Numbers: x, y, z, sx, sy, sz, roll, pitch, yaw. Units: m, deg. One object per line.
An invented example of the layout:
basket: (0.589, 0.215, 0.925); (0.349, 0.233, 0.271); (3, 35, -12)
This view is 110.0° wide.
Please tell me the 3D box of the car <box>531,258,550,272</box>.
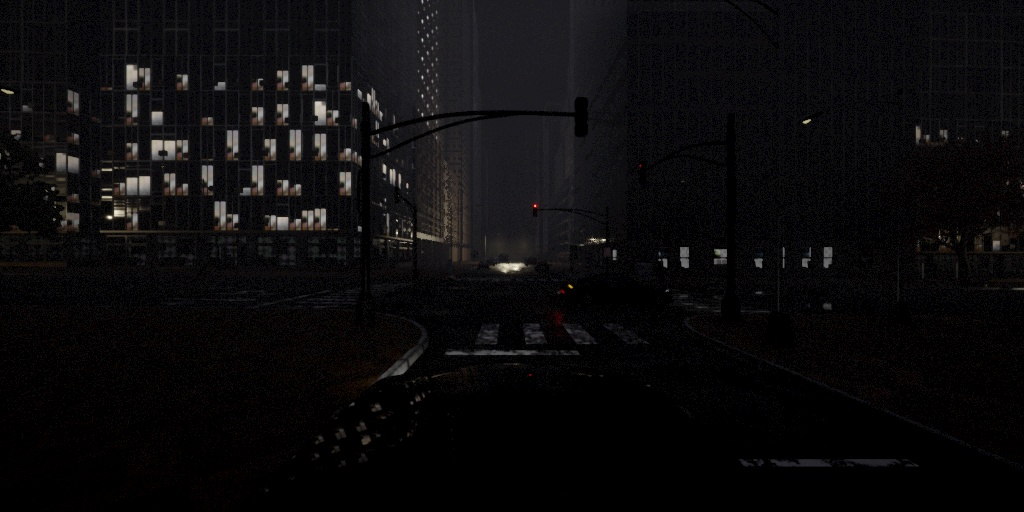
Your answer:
car: (3.880, 1.329, 46.591); (1.948, 1.339, 4.313); (0, 0, 0)

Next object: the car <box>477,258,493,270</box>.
car: (-4.079, 1.342, 52.076); (1.802, 1.307, 4.207); (0, 0, 0)

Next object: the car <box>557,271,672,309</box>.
car: (4.245, 1.374, 15.041); (4.674, 1.442, 1.812); (1, 0, -3)
